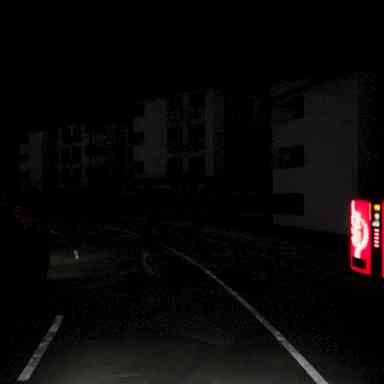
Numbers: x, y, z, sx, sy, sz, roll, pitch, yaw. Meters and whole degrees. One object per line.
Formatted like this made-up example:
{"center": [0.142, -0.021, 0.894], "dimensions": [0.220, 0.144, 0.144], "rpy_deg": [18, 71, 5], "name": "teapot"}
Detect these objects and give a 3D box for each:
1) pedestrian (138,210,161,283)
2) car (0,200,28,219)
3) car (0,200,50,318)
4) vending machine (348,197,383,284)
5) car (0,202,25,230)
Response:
{"center": [-1.031, 1.294, 8.068], "dimensions": [0.375, 1.860, 0.375], "rpy_deg": [0, 0, -14], "name": "pedestrian"}
{"center": [-16.859, 1.505, 29.941], "dimensions": [4.892, 1.490, 1.837], "rpy_deg": [0, 0, 39], "name": "car"}
{"center": [-4.020, 1.223, 5.473], "dimensions": [2.150, 2.045, 5.566], "rpy_deg": [0, 0, -11], "name": "car"}
{"center": [4.858, 1.195, 8.705], "dimensions": [1.100, 2.100, 0.880], "rpy_deg": [0, 0, -13], "name": "vending machine"}
{"center": [-12.876, 1.477, 21.993], "dimensions": [1.882, 1.535, 5.008], "rpy_deg": [0, 0, -43], "name": "car"}
